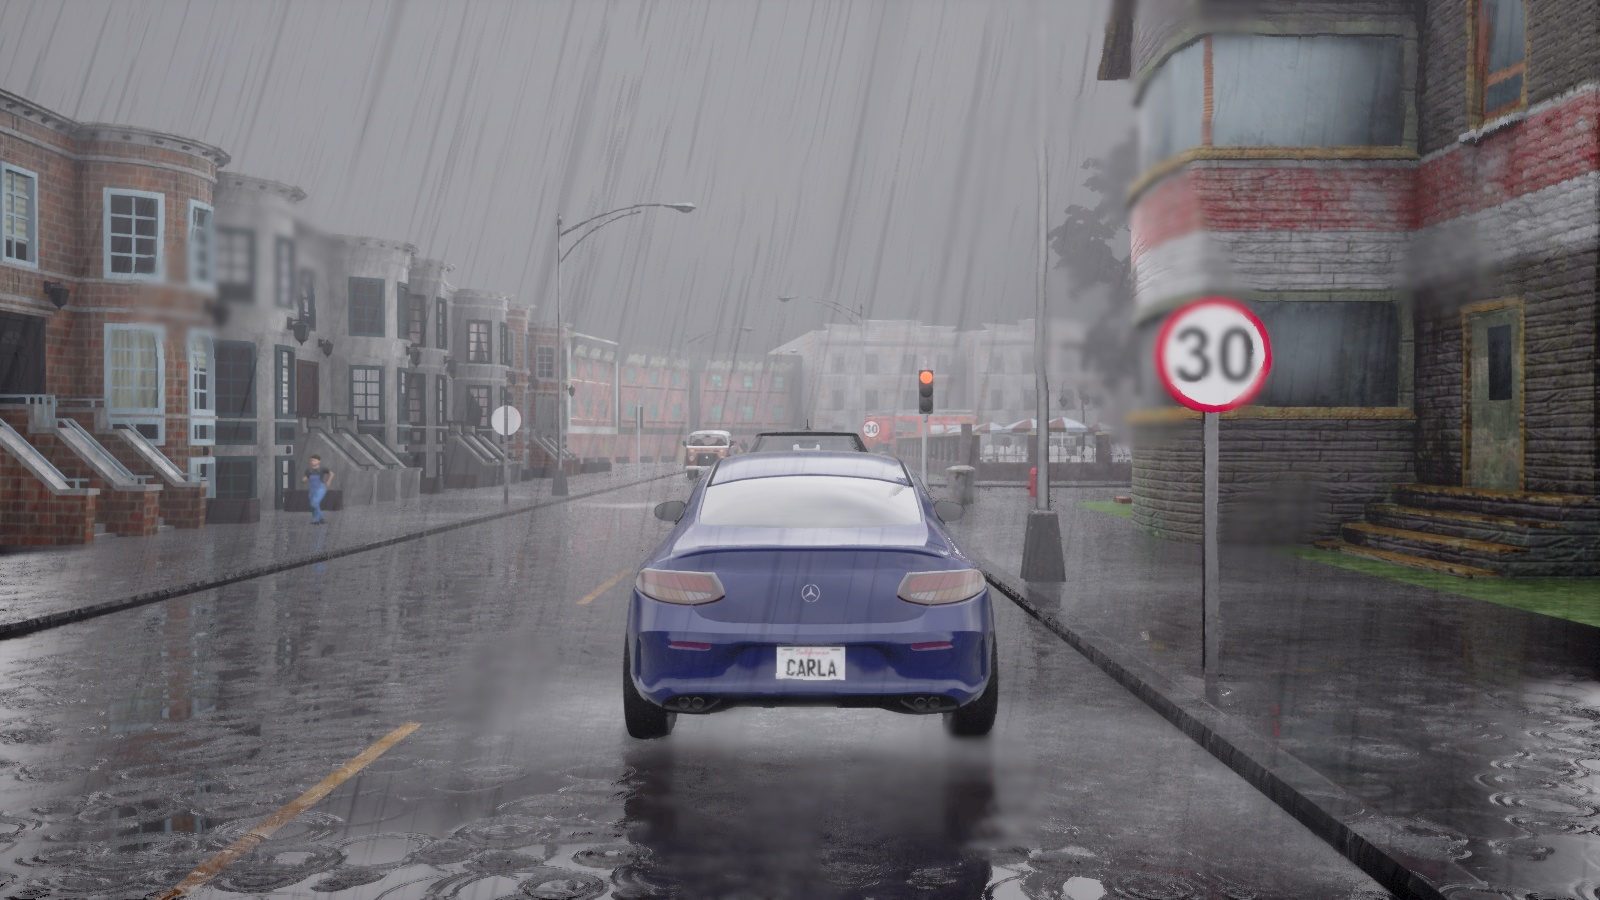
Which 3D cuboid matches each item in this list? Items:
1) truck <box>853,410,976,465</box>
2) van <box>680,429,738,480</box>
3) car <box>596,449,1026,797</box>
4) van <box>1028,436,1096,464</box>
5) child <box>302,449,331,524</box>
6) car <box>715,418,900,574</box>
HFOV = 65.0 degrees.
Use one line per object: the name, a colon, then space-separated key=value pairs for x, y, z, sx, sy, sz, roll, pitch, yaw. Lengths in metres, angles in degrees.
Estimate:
truck: x=8.037 y=-0.913 z=89.112 sx=8.468 sy=3.827 sz=2.891 roll=0 pitch=0 yaw=0
van: x=-3.718 y=0.172 z=52.276 sx=2.069 sy=2.038 sz=4.480 roll=0 pitch=0 yaw=0
car: x=0.058 y=0.729 z=7.638 sx=1.812 sy=1.442 sz=4.674 roll=0 pitch=0 yaw=0
van: x=18.557 y=0.009 z=89.093 sx=4.442 sy=1.987 sz=1.775 roll=0 pitch=0 yaw=0
child: x=-8.194 y=0.609 z=21.291 sx=0.270 sy=1.263 sz=0.437 roll=0 pitch=0 yaw=11
car: x=0.102 y=0.512 z=16.547 sx=2.097 sy=1.767 sz=4.553 roll=0 pitch=0 yaw=0
